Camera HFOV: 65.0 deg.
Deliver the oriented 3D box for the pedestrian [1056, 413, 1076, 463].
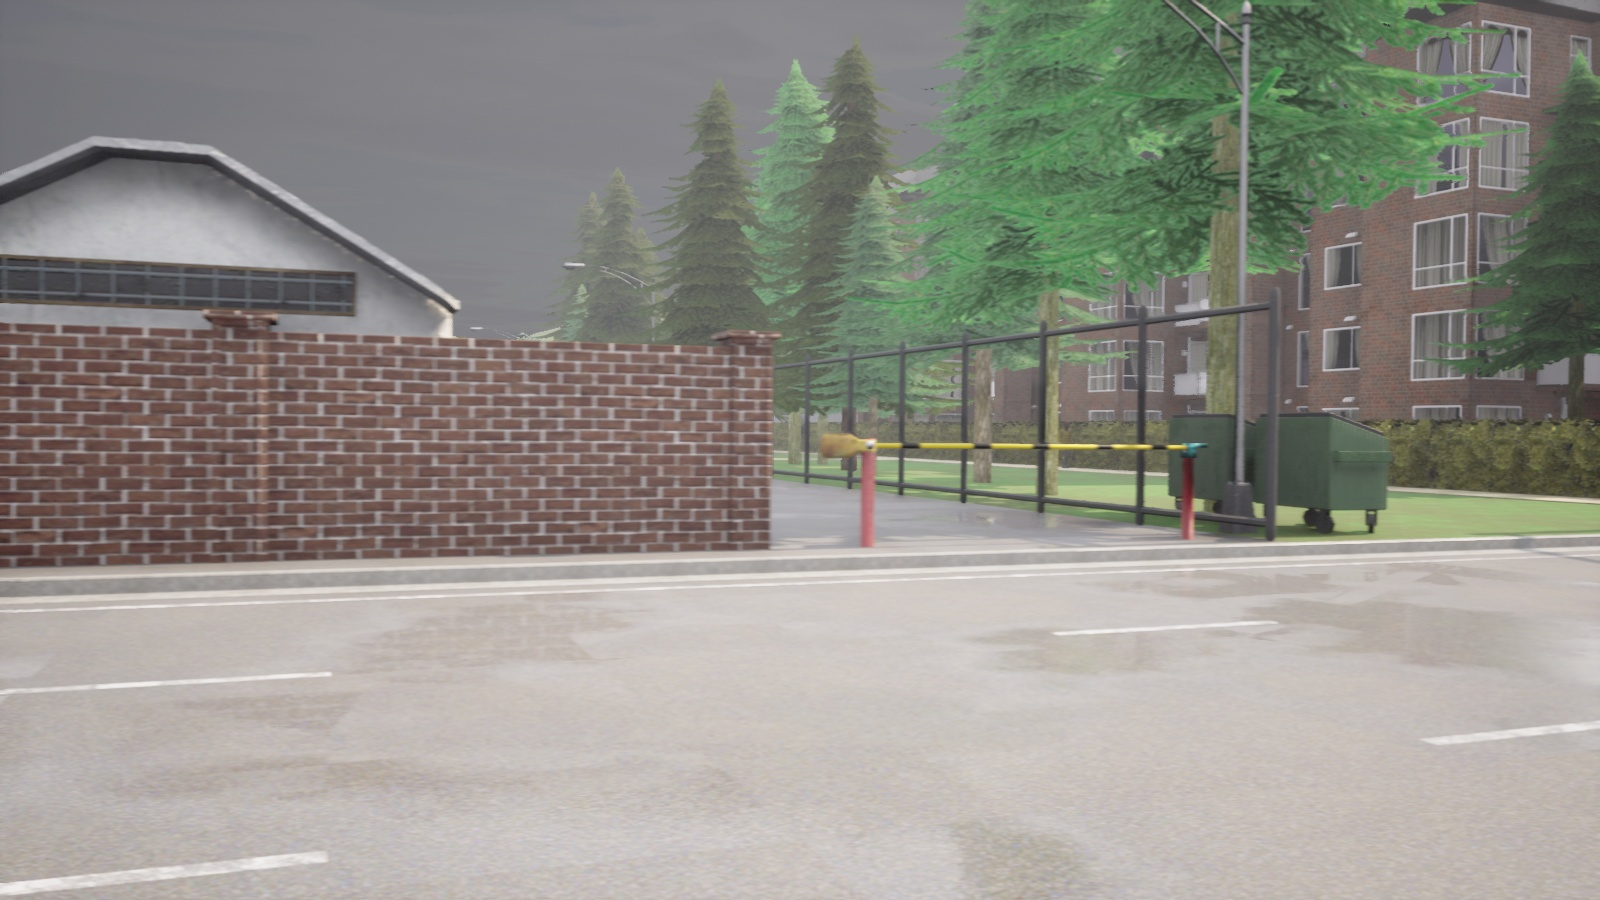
[{"bbox_3d":[9.912,-0.442,46.828,0.370,1.835,0.726,-1,1,-21],"label":"pedestrian"}]
